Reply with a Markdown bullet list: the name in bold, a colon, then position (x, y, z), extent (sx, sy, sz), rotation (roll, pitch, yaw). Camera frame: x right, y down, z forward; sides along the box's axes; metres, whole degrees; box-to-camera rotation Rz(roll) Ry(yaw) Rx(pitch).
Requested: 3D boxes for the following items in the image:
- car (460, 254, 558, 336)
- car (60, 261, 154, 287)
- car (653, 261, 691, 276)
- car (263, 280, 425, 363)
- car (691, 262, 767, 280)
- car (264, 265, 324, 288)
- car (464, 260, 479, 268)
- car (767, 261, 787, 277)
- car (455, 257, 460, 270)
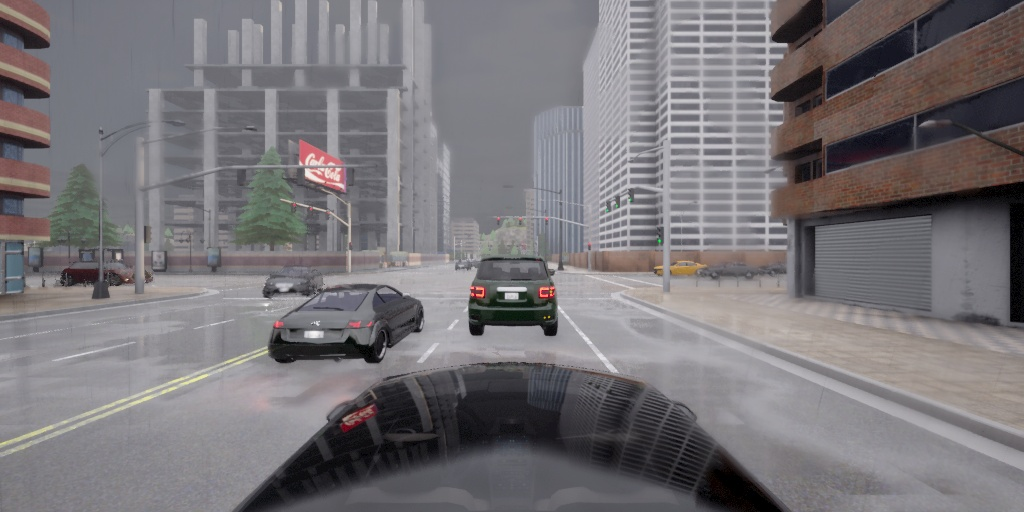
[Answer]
- **car**: position (0.099, 0.971, 10.537), extent (2.150, 2.045, 5.566), rotation (0, 0, 2)
- **car**: position (-27.012, 1.101, 24.048), extent (4.553, 1.767, 2.097), rotation (0, 0, 0)
- **car**: position (16.294, 1.228, 34.746), extent (5.008, 1.535, 1.882), rotation (0, 0, 0)
- **car**: position (-3.377, 1.314, 8.149), extent (1.994, 1.385, 4.181), rotation (0, 0, 0)
- **car**: position (18.772, 1.241, 31.245), extent (4.902, 1.511, 2.128), rotation (0, 0, 0)
- **car**: position (-10.983, 1.241, 18.393), extent (2.128, 1.511, 4.902), rotation (1, 0, -19)
- **car**: position (-6.771, 1.314, 59.795), extent (1.994, 1.385, 4.181), rotation (0, 0, 1)
- **car**: position (26.230, 1.241, 34.736), extent (4.902, 1.511, 2.128), rotation (0, 0, 0)
- **car**: position (-6.838, 1.241, 50.685), extent (2.128, 1.511, 4.902), rotation (0, 0, 0)
